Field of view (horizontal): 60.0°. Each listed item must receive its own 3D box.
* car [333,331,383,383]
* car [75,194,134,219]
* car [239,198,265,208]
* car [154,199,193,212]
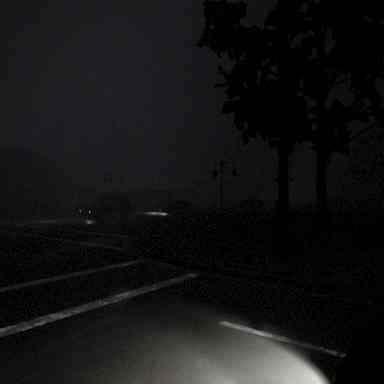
[{"bbox_3d":[2.968,1.564,1.857,4.181,1.385,1.994,0,0,36],"label":"car"},{"bbox_3d":[-7.737,1.217,29.985,2.150,2.045,5.566,0,0,35],"label":"car"},{"bbox_3d":[8.560,1.543,47.503,2.033,1.411,5.357,0,0,34],"label":"car"},{"bbox_3d":[-1.989,1.543,38.486,2.033,1.411,5.357,0,0,34],"label":"car"}]
